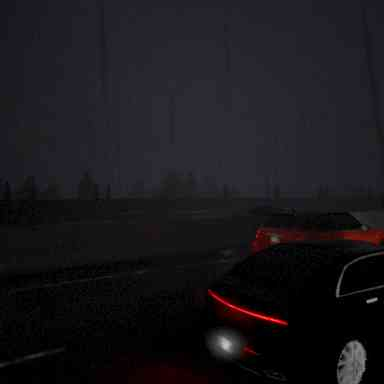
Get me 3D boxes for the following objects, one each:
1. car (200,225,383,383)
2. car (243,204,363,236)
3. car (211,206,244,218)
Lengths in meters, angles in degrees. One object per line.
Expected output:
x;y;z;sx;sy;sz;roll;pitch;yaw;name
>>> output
2.433;1.491;5.104;4.892;1.490;1.837;0;0;-32;car
4.100;1.325;10.128;4.553;1.767;2.097;0;0;-30;car
3.316;1.425;17.883;5.008;1.535;1.882;0;0;-27;car
